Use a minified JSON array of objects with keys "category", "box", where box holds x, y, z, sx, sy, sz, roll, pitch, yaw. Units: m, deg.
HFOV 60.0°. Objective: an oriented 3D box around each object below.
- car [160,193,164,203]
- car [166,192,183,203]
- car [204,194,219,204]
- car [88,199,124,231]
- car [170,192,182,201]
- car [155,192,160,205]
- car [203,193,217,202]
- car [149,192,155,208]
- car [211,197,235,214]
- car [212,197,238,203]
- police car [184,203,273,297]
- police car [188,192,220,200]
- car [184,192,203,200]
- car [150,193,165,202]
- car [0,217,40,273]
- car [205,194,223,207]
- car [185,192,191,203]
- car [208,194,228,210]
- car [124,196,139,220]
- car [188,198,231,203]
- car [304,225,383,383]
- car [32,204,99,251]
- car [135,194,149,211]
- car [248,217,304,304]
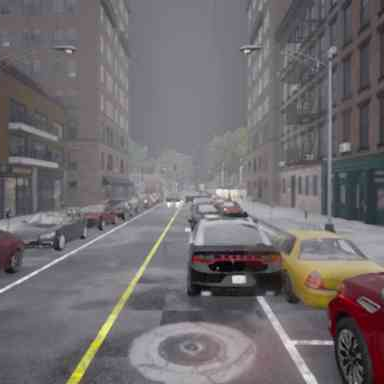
[{"category":"car","box":[-5.341,0.788,46.126,1.967,1.590,4.097,0,1,0]},{"category":"car","box":[-2.761,0.869,49.340,1.994,1.385,4.181,0,1,0]},{"category":"car","box":[2.684,0.930,46.122,1.802,1.307,4.206,0,1,0]},{"category":"car","box":[-5.368,1.276,18.537,1.887,1.381,4.507,0,1,0]},{"category":"car","box":[-2.693,0.713,57.348,1.837,1.490,4.892,0,1,0]},{"category":"car","box":[-5.347,0.951,40.439,1.752,1.417,4.829,0,1,0]},{"category":"car","box":[2.689,0.839,51.640,1.947,1.339,4.313,0,1,0]},{"category":"car","box":[-5.352,0.938,35.090,1.967,1.590,4.097,0,1,0]},{"category":"car","box":[2.668,1.157,29.569,1.802,1.307,4.206,0,1,0]},{"category":"car","box":[2.662,1.235,24.052,1.802,1.307,4.206,0,1,0]},{"category":"police car","box":[0.834,1.302,8.457,1.930,1.638,5.238,0,1,0]},{"category":"police car","box":[0.850,1.072,24.455,1.930,1.638,5.238,0,1,0]},{"category":"car","box":[0.361,0.728,59.764,1.994,1.385,4.181,0,1,23]},{"category":"car","box":[-5.336,0.855,51.647,1.802,1.307,4.206,0,1,0]},{"category":"car","box":[-5.379,1.472,7.501,1.802,1.307,4.206,0,1,0]},{"category":"car","box":[2.678,0.968,40.604,1.887,1.381,4.507,0,1,0]},{"category":"car","box":[0.072,0.813,47.114,1.882,1.535,5.008,0,1,1]},{"category":"car","box":[2.673,1.022,35.256,1.752,1.417,4.829,0,1,0]},{"category":"car","box":[-5.363,1.218,24.055,1.947,1.339,4.313,0,1,0]},{"category":"car","box":[0.844,1.260,18.348,1.812,1.442,4.674,0,1,0]},{"category":"car","box":[2.641,1.285,1.977,2.192,1.841,5.009,0,1,0]},{"category":"car","box":[-5.373,1.361,13.019,2.008,1.369,4.403,0,1,0]},{"category":"car","box":[-5.357,1.125,29.573,2.008,1.369,4.403,0,1,0]},{"category":"car","box":[2.642,1.413,7.666,1.752,1.417,4.829,0,1,0]}]
